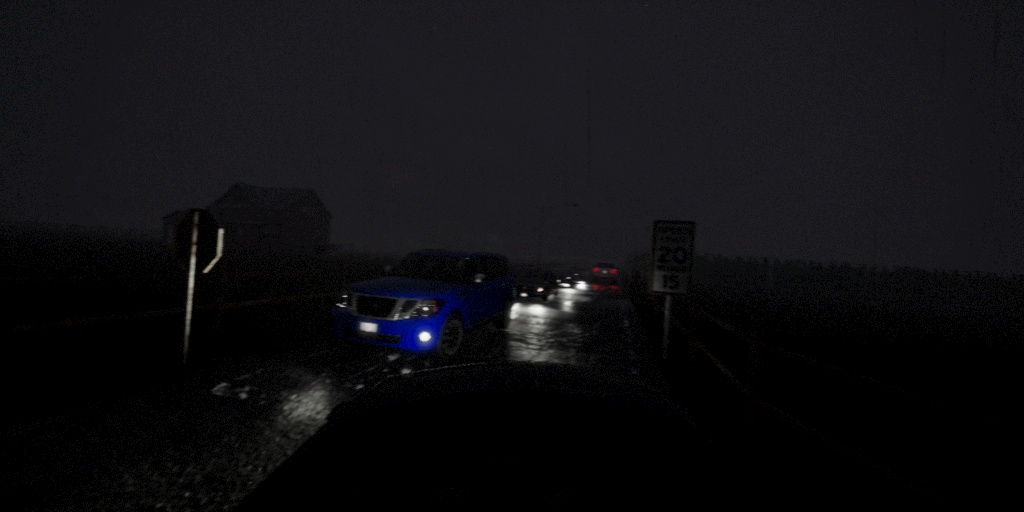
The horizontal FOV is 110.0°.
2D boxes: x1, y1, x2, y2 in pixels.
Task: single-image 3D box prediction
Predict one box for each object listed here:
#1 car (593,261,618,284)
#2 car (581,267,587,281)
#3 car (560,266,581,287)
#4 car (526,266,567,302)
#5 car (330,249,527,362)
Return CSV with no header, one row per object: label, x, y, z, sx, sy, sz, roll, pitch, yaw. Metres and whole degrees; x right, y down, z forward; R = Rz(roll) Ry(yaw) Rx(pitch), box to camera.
car,9.343,1.577,35.792,2.150,2.045,5.566,4,0,16
car,6.727,1.775,37.285,1.895,1.301,4.718,4,0,17
car,3.922,1.521,27.555,1.812,1.442,4.674,4,0,16
car,1.280,1.371,18.348,2.033,1.411,5.357,4,0,16
car,-1.524,0.861,8.495,2.150,2.045,5.566,4,0,17
